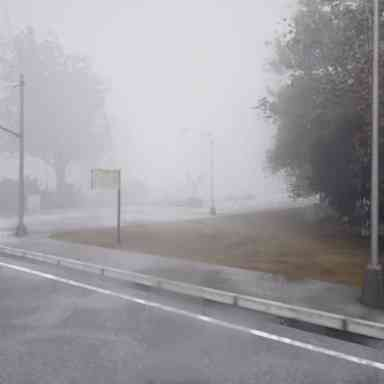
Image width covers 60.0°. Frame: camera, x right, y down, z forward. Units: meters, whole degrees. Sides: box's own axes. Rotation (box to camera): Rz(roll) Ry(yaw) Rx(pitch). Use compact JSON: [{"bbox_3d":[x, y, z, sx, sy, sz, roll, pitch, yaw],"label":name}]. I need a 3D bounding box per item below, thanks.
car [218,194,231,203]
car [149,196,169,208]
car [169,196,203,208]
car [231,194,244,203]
[{"bbox_3d":[6.261,1.030,58.419,2.128,1.511,4.902,0,1,35],"label":"car"},{"bbox_3d":[-3.803,1.319,45.042,1.812,1.442,4.674,0,1,38],"label":"car"},{"bbox_3d":[-0.412,1.315,43.707,1.837,1.490,4.892,0,1,38],"label":"car"},{"bbox_3d":[9.139,0.914,56.424,2.033,1.411,5.357,0,1,35],"label":"car"}]
